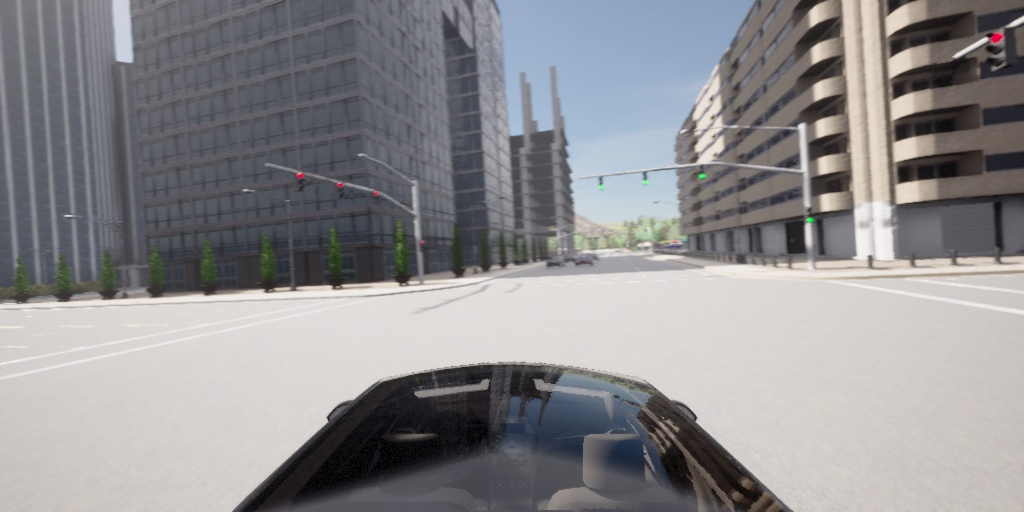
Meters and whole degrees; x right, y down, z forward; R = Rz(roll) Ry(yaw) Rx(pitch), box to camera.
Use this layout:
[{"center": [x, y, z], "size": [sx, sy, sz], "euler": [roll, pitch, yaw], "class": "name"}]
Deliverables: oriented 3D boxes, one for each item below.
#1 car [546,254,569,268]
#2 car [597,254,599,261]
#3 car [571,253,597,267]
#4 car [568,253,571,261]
[{"center": [5.399, 0.676, 44.365], "size": [1.837, 1.490, 4.892], "euler": [-4, 0, 16], "class": "car"}, {"center": [13.280, 0.145, 59.316], "size": [1.994, 1.385, 4.181], "euler": [-4, 0, 16], "class": "car"}, {"center": [8.744, 0.522, 43.341], "size": [1.994, 1.385, 4.181], "euler": [-4, 0, 16], "class": "car"}, {"center": [9.979, 0.293, 60.481], "size": [1.837, 1.490, 4.892], "euler": [-4, 1, 16], "class": "car"}]
